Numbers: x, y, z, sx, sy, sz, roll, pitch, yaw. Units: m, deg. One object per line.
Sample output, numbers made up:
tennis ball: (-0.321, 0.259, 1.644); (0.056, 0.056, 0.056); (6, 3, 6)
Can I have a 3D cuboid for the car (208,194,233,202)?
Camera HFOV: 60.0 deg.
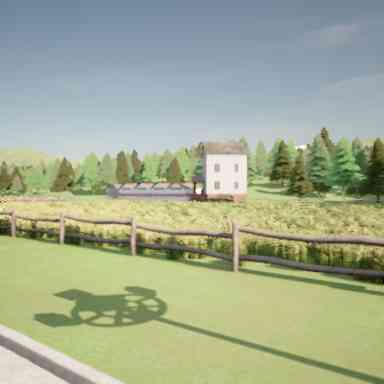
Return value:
car: (5.391, 1.179, 62.204); (4.605, 1.855, 1.932); (0, 0, 35)
